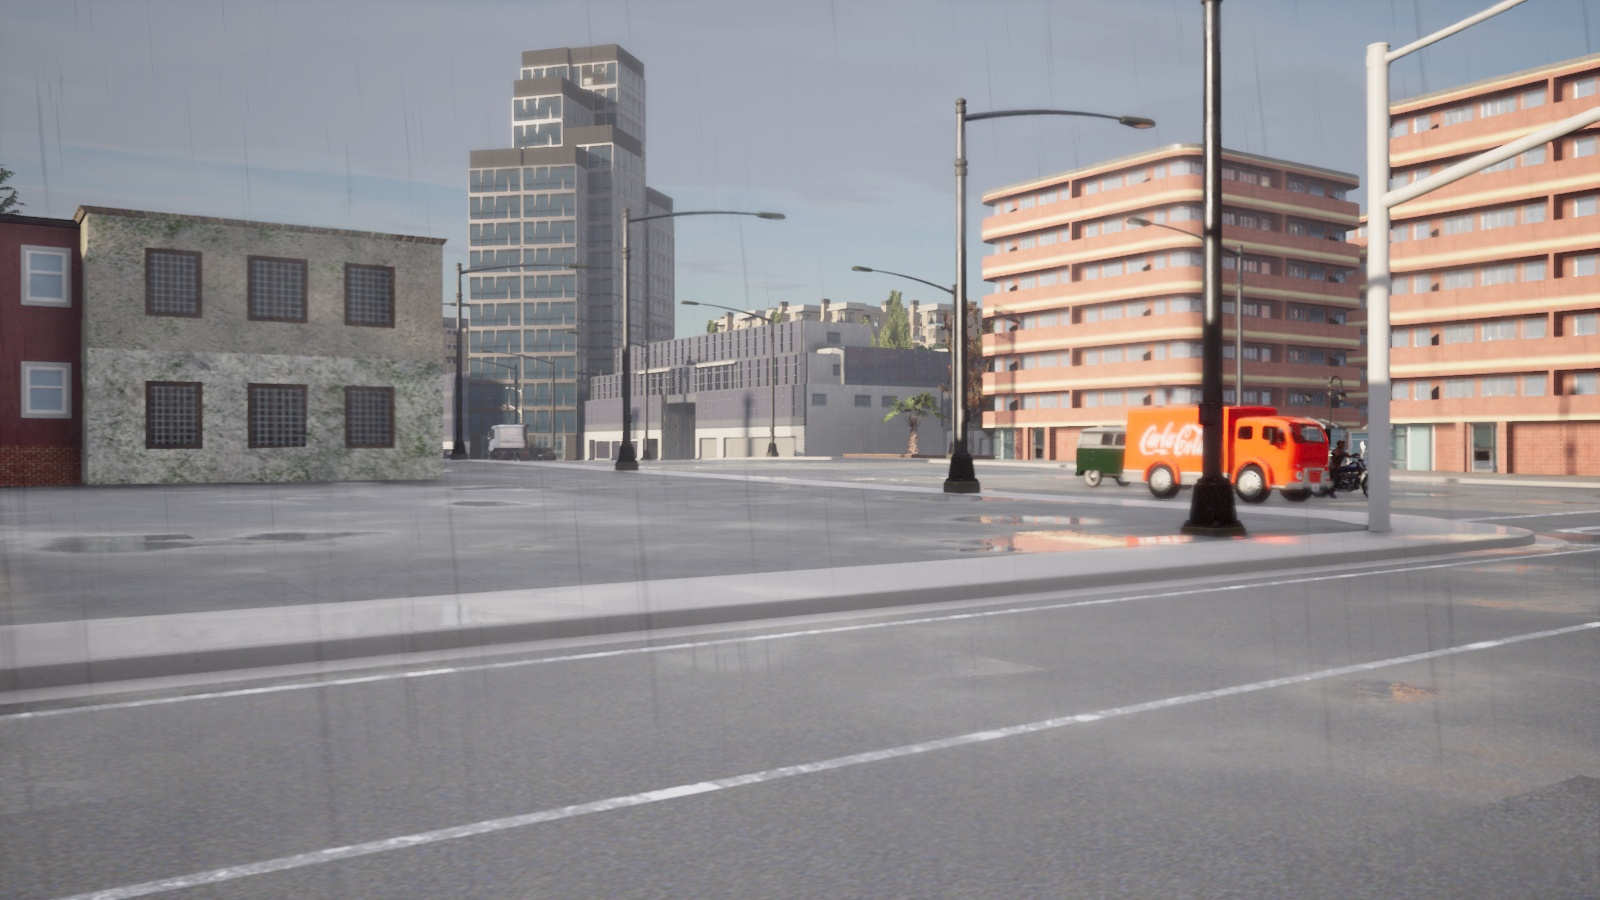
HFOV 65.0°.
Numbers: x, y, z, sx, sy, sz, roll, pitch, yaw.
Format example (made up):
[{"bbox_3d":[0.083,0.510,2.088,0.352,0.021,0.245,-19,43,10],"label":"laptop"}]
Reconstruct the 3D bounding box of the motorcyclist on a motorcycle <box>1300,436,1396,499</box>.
[{"bbox_3d":[14.925,0.459,34.278,0.766,1.649,2.350,0,1,-35],"label":"motorcyclist on a motorcycle"}]

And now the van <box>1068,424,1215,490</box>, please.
[{"bbox_3d":[10.895,0.187,40.363,1.775,1.987,4.442,0,1,-34],"label":"van"}]

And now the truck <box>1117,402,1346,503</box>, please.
[{"bbox_3d":[11.348,0.032,33.422,2.627,2.467,5.204,0,1,-34],"label":"truck"}]
